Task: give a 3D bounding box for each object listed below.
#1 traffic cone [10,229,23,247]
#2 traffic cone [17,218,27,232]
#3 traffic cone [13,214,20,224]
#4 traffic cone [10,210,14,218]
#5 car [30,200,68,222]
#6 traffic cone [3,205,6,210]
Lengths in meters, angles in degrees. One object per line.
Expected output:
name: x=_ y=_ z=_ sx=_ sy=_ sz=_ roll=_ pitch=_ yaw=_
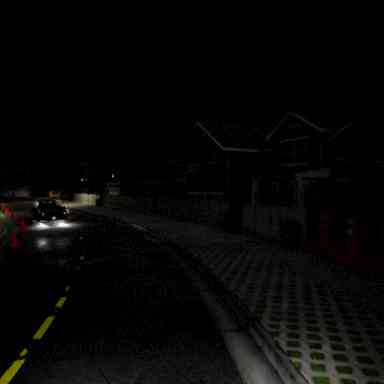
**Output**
traffic cone: x=-6.838 y=1.805 z=12.837 sx=0.340 sy=0.580 sz=0.340 roll=0 pitch=1 yaw=-20
traffic cone: x=-8.706 y=1.755 z=17.162 sx=0.340 sy=0.580 sz=0.340 roll=0 pitch=1 yaw=-27
traffic cone: x=-11.076 y=1.707 z=21.276 sx=0.340 sy=0.580 sz=0.340 roll=0 pitch=1 yaw=-32
traffic cone: x=-13.759 y=1.658 z=25.496 sx=0.340 sy=0.580 sz=0.340 roll=0 pitch=1 yaw=-32
car: x=-10.313 y=1.270 z=23.733 sx=2.033 sy=1.411 sz=5.357 roll=0 pitch=1 yaw=-32
traffic cone: x=-16.441 y=1.609 z=29.714 sx=0.340 sy=0.580 sz=0.340 roll=0 pitch=1 yaw=-32
